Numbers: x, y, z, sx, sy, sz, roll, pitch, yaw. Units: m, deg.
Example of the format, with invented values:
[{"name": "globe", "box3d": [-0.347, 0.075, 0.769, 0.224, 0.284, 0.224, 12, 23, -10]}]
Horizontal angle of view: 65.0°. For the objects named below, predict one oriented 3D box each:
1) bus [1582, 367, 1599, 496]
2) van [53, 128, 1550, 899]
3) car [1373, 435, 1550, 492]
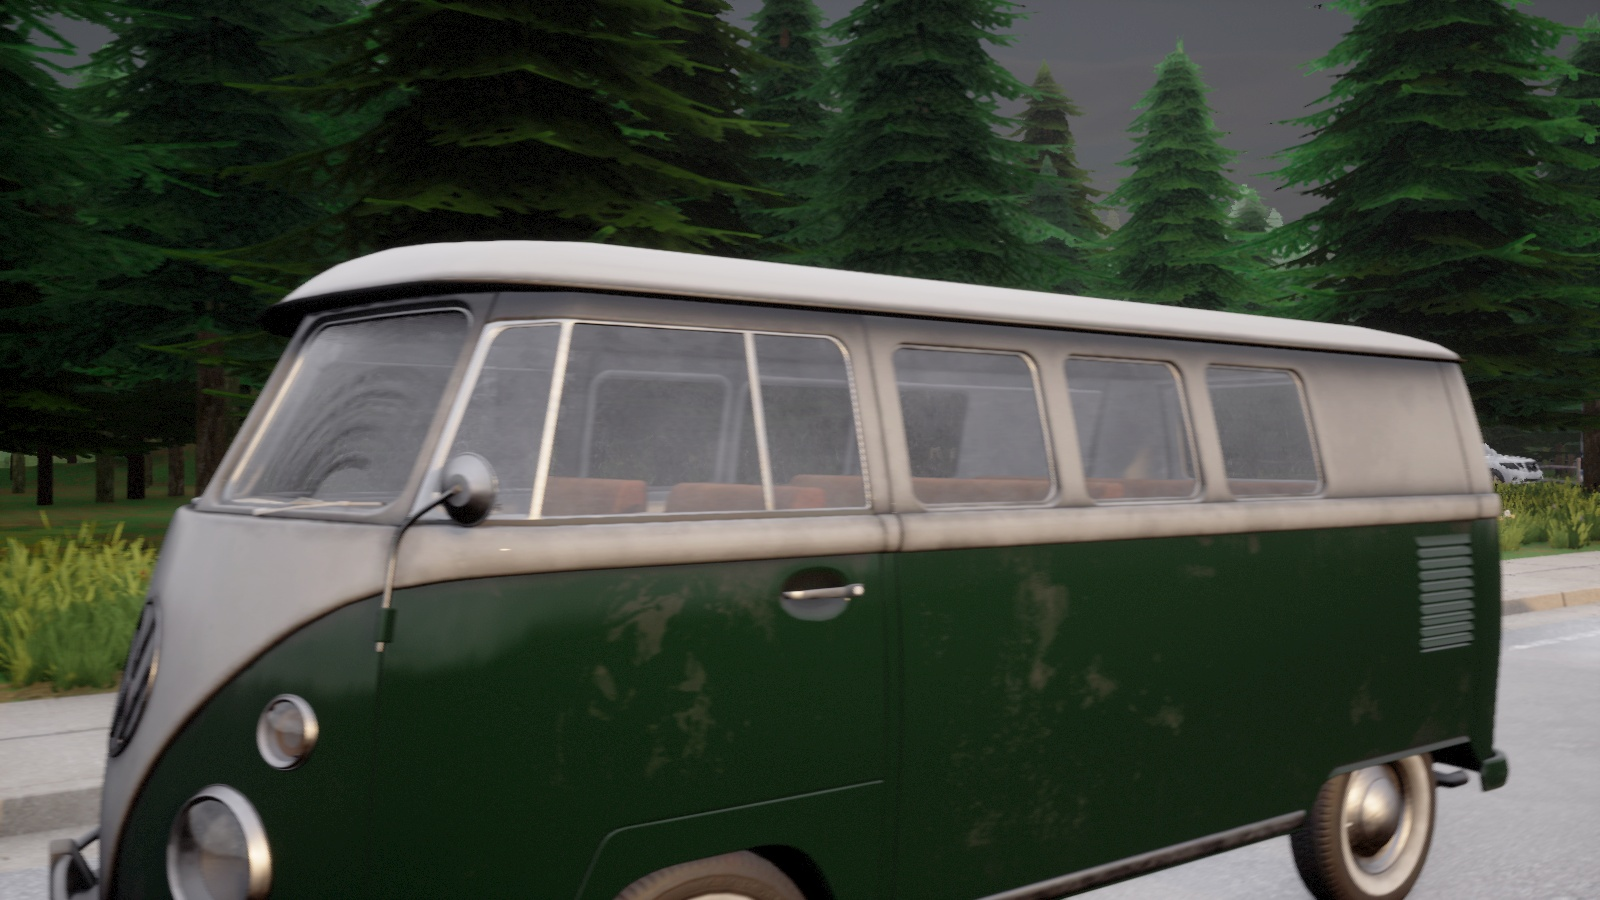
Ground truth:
[{"name": "bus", "box3d": [30.556, -0.636, 38.659, 3.944, 4.253, 10.273, 0, 0, -32]}, {"name": "van", "box3d": [0.331, 0.507, 3.908, 4.442, 1.987, 1.775, 0, 0, -35]}, {"name": "car", "box3d": [24.895, 0.497, 47.504, 2.150, 2.045, 5.566, 0, 0, -33]}]
